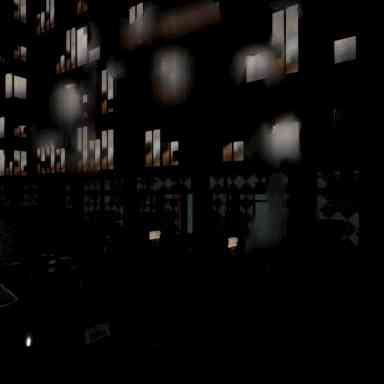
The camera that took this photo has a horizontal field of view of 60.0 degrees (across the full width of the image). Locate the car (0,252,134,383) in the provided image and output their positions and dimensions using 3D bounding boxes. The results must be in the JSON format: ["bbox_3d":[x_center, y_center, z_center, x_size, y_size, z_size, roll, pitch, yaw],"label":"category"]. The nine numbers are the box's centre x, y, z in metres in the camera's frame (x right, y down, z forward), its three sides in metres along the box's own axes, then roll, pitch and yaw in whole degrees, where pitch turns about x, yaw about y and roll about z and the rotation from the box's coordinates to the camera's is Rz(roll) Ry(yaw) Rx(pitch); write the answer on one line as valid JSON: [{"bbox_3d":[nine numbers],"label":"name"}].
[{"bbox_3d":[-2.717,1.566,4.824,4.313,1.339,1.947,0,0,36],"label":"car"}]
